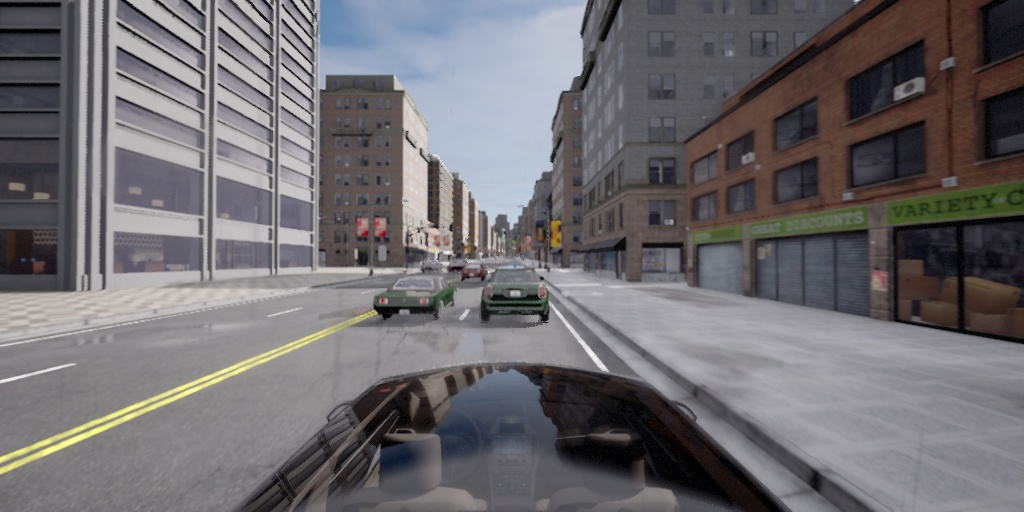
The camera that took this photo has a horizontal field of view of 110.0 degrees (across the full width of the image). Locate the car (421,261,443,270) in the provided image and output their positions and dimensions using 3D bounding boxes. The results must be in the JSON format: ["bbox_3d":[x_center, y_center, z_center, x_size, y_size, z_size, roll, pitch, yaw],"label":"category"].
[{"bbox_3d":[-9.762,1.332,43.960,1.994,1.385,4.181,0,0,0],"label":"car"}]

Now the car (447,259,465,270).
[{"bbox_3d":[-6.513,1.119,43.695,2.097,1.767,4.553,0,0,1],"label":"car"}]

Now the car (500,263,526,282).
[{"bbox_3d":[0.104,1.332,29.836,1.994,1.385,4.181,0,0,0],"label":"car"}]

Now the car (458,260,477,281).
[{"bbox_3d":[-3.146,1.294,30.350,1.812,1.442,4.674,0,0,0],"label":"car"}]

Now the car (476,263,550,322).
[{"bbox_3d":[0.099,1.111,12.545,2.097,1.767,4.553,0,0,0],"label":"car"}]

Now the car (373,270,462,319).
[{"bbox_3d":[-3.148,1.361,12.740,1.895,1.301,4.718,0,0,0],"label":"car"}]
